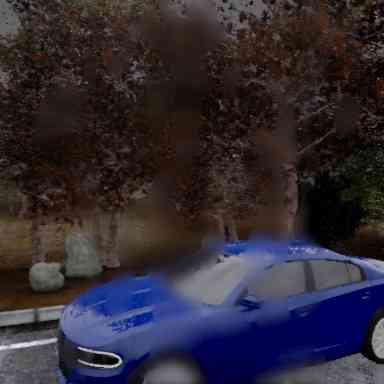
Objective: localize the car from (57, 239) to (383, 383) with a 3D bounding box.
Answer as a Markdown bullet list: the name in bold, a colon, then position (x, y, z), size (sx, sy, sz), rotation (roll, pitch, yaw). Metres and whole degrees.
- **car**: position (0.846, 1.457, 4.574), size (5.008, 1.535, 1.882), rotation (1, 0, -25)
